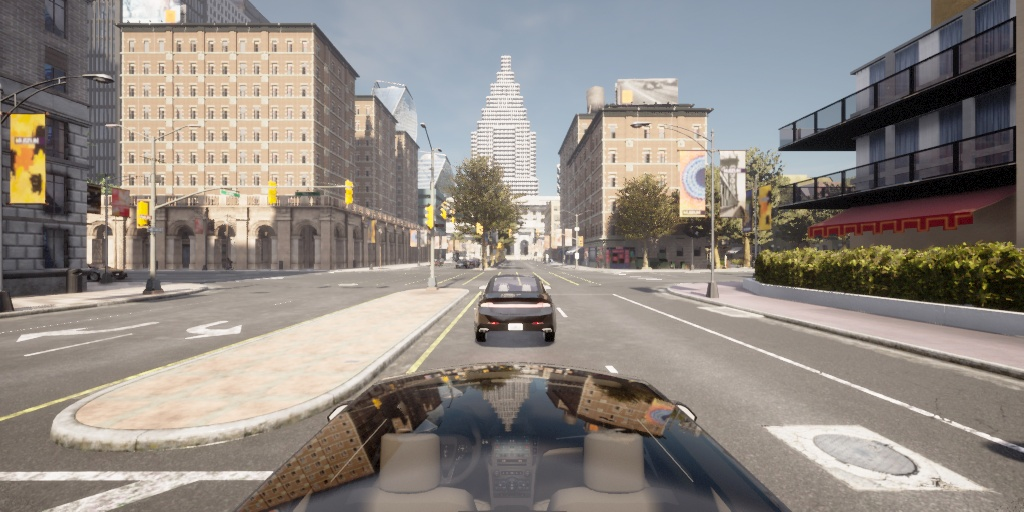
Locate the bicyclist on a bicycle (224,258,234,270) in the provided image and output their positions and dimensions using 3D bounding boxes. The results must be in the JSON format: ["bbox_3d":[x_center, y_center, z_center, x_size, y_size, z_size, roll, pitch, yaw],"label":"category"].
[{"bbox_3d":[-37.237,1.050,47.188,0.582,1.620,1.656,0,0,0],"label":"bicyclist on a bicycle"}]

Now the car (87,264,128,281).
[{"bbox_3d":[-34.159,1.314,29.234,4.181,1.385,1.994,0,0,0],"label":"car"}]

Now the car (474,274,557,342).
[{"bbox_3d":[0.082,1.242,9.778,2.128,1.511,4.902,0,0,0],"label":"car"}]

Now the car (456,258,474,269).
[{"bbox_3d":[-8.002,1.241,58.527,2.128,1.511,4.902,0,0,0],"label":"car"}]
